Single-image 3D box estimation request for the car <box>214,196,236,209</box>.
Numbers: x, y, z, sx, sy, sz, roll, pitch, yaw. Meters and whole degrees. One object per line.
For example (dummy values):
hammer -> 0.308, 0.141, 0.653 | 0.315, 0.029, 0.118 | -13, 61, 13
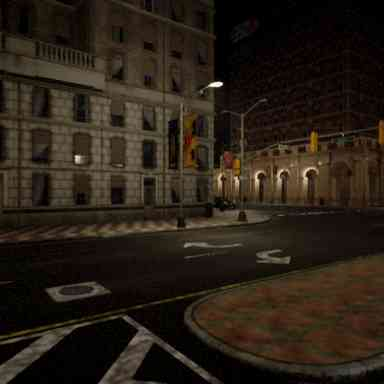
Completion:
car -> 3.712, 1.372, 43.623 | 2.097, 1.767, 4.553 | 0, 0, -36
